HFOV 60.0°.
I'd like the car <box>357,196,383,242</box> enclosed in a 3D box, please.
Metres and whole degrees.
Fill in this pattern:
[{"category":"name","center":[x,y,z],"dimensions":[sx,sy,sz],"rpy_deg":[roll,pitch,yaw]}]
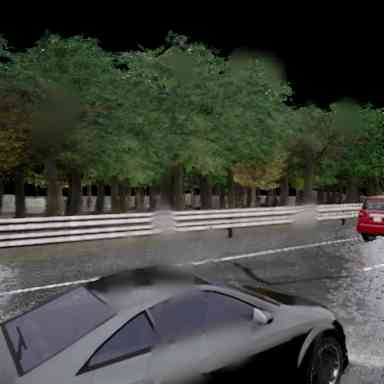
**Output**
[{"category":"car","center":[9.638,1.191,14.916],"dimensions":[5.566,2.045,2.150],"rpy_deg":[0,0,-35]}]

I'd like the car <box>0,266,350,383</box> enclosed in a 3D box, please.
[{"category":"car","center":[-0.154,1.561,3.634],"dimensions":[4.181,1.385,1.994],"rpy_deg":[0,0,-35]}]
